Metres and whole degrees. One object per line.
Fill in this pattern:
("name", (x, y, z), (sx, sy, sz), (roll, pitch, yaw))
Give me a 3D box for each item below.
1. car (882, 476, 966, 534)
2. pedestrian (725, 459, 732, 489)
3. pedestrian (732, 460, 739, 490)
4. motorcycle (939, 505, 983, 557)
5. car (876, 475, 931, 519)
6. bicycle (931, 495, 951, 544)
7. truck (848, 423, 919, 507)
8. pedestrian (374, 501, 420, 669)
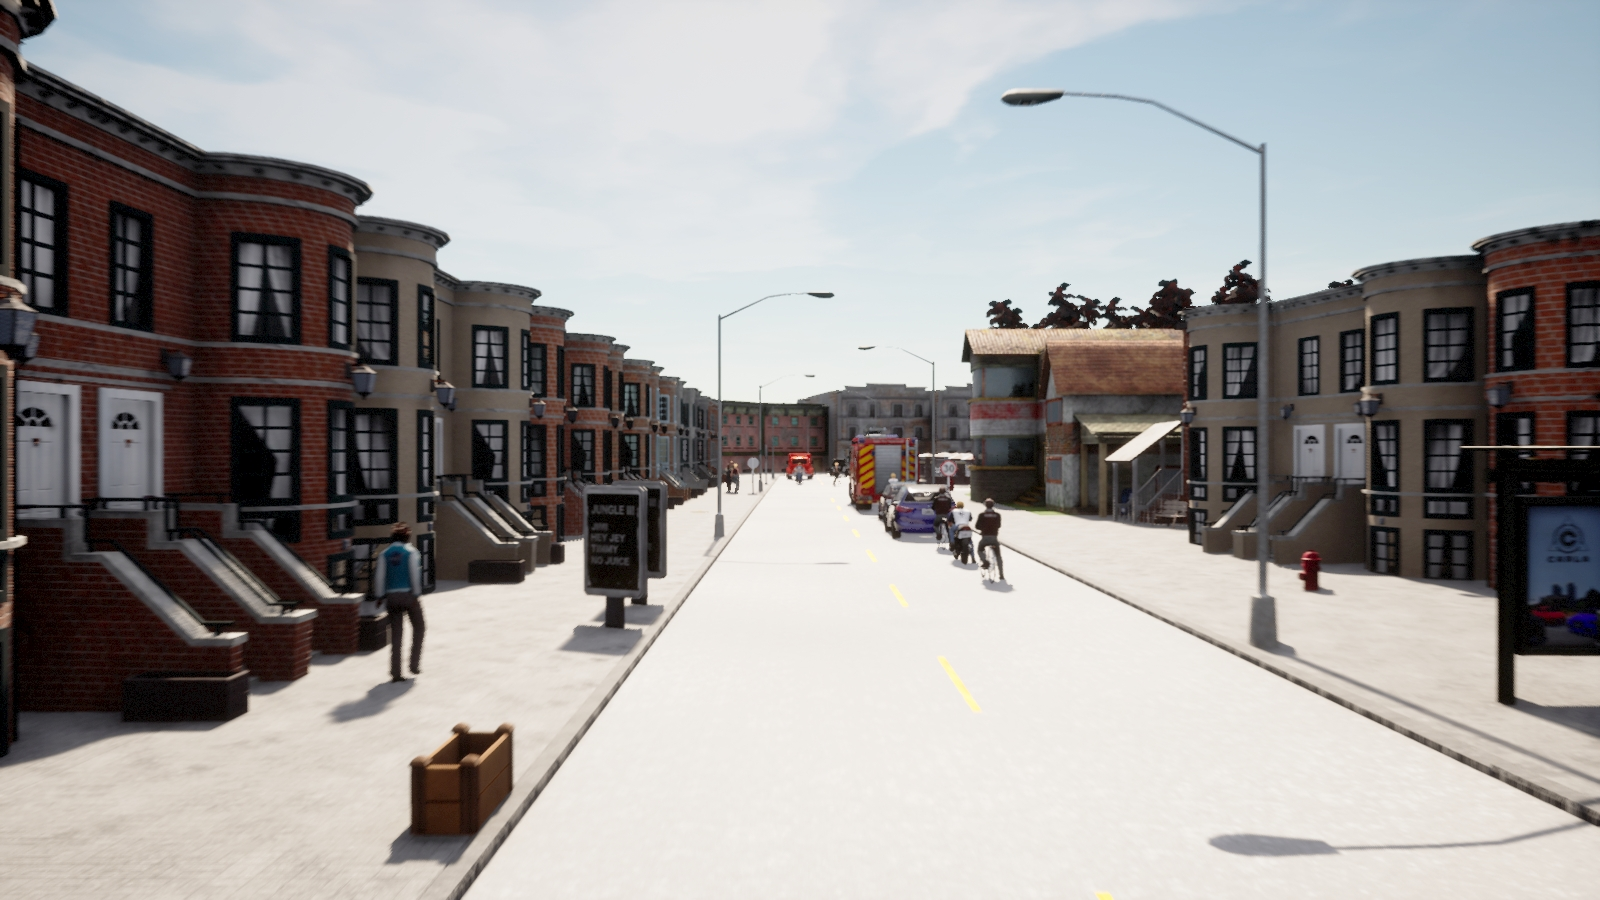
("car", (3.990, 1.747, 37.563), (2.242, 1.667, 4.611), (0, 0, 0))
("pedestrian", (-4.471, 1.524, 71.661), (0.375, 1.860, 0.375), (0, 0, 10))
("pedestrian", (-3.989, 1.523, 70.723), (0.375, 1.860, 0.375), (0, 0, 15))
("motorcycle", (3.992, 1.993, 28.399), (0.803, 1.145, 2.033), (0, 0, 0))
("car", (3.993, 1.800, 44.574), (1.789, 1.549, 3.705), (0, 0, 0))
("bicycle", (3.984, 1.940, 32.311), (0.329, 1.271, 1.835), (0, 0, 0))
("truck", (3.978, 0.671, 56.233), (2.891, 3.827, 8.468), (0, 0, 0))
("pedestrian", (-4.591, 1.525, 13.019), (0.375, 1.860, 0.375), (0, 0, 3))
